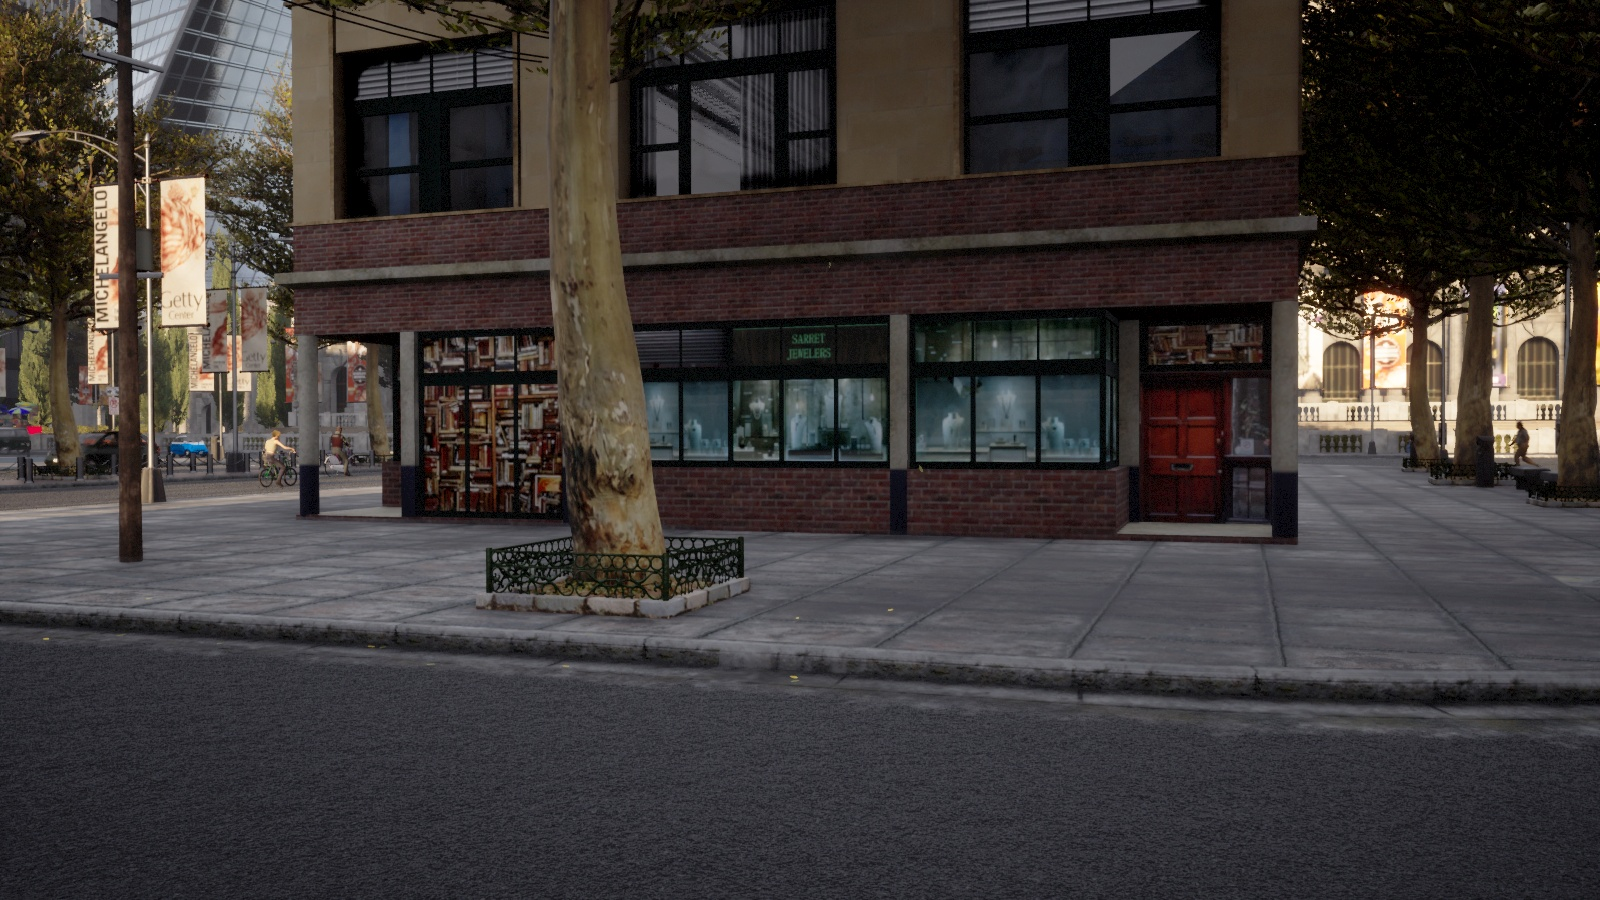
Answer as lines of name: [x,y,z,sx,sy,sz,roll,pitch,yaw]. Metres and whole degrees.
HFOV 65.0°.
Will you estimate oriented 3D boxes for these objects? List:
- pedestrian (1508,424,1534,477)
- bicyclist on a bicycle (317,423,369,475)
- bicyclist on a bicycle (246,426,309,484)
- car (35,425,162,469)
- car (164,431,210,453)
pedestrian: [25.535,0.013,44.495,0.694,1.848,0.540,1,1,21]
bicyclist on a bicycle: [-15.905,-0.063,43.725,0.659,1.776,1.843,1,1,20]
bicyclist on a bicycle: [-14.920,0.132,35.906,0.866,1.612,1.509,1,1,20]
car: [-26.616,-0.140,47.775,1.851,1.617,3.988,1,1,19]
car: [-38.622,-0.531,79.176,2.207,1.376,1.481,0,1,20]
